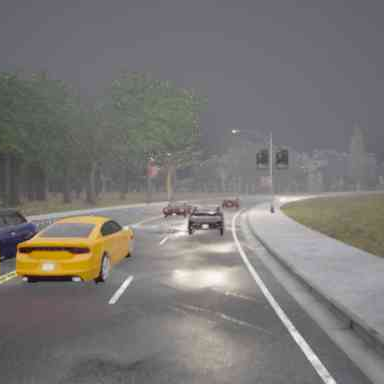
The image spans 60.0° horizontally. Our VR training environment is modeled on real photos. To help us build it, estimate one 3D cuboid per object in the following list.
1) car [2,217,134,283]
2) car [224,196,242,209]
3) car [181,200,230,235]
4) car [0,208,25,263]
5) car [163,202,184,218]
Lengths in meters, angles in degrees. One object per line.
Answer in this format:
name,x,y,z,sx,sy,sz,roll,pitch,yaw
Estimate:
car,-2.995,1.446,9.610,1.882,1.535,5.008,0,0,2
car,4.953,1.251,40.666,1.882,1.535,5.008,0,0,15
car,0.860,1.414,18.403,2.128,1.511,4.902,0,0,5
car,-6.399,1.324,9.533,2.097,1.767,4.553,0,0,2
car,-1.049,1.478,28.631,1.895,1.301,4.718,0,0,9
